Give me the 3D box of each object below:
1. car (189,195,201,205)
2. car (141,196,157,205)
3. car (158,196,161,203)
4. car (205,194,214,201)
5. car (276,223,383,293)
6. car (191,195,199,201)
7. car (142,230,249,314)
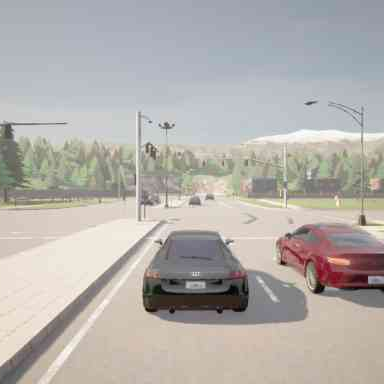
[{"bbox_3d":[0.491,1.563,56.708,1.994,1.385,4.181,0,0,1],"label":"car"},{"bbox_3d":[-7.577,1.601,56.336,1.895,1.301,4.718,0,0,1],"label":"car"},{"bbox_3d":[-7.394,1.505,66.772,1.837,1.490,4.892,0,0,1],"label":"car"},{"bbox_3d":[4.334,1.188,82.059,2.097,1.767,4.553,0,0,1],"label":"car"},{"bbox_3d":[3.554,1.526,8.708,1.812,1.442,4.674,0,0,0],"label":"car"},{"bbox_3d":[0.835,1.428,82.164,1.895,1.301,4.718,0,0,1],"label":"car"},{"bbox_3d":[0.056,1.564,7.704,1.994,1.385,4.181,0,0,0],"label":"car"}]
